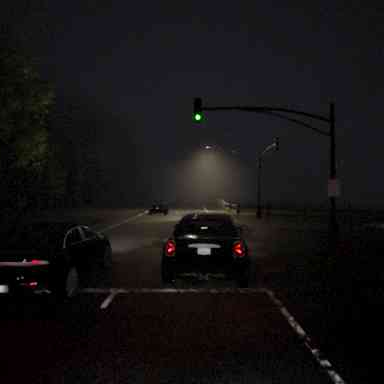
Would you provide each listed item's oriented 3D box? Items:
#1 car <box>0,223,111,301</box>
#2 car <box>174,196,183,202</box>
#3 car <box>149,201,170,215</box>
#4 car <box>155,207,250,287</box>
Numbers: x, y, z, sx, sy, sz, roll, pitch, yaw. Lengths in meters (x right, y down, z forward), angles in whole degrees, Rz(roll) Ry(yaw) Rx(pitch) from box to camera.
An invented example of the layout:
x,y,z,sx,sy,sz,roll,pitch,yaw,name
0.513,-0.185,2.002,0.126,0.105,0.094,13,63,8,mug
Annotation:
x,y,z,sx,sy,sz,roll,pitch,yaw,name
-3.399,1.512,8.332,2.128,1.511,4.902,0,0,0,car
-3.473,1.678,84.807,1.837,1.490,4.892,0,0,0,car
-3.389,1.627,34.940,2.033,1.411,5.357,0,0,0,car
0.521,1.374,9.668,2.097,1.767,4.553,0,0,7,car
